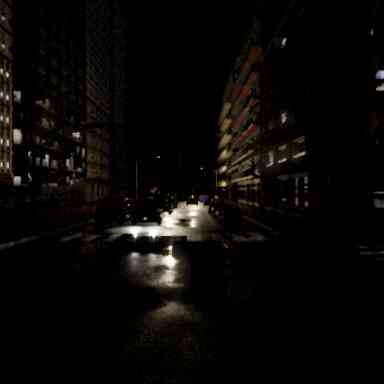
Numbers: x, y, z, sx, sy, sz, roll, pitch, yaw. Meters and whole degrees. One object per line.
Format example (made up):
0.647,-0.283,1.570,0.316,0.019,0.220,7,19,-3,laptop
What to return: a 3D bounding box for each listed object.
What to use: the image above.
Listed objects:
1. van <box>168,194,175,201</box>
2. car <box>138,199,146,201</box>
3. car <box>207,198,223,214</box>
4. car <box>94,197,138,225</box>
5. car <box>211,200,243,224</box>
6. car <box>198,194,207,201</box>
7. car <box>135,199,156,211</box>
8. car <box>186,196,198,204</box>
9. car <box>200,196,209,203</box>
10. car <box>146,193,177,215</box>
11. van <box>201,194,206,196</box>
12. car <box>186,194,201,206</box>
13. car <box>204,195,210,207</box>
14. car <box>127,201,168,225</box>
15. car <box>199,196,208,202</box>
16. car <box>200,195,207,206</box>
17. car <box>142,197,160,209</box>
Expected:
-5.684,1.443,91.004,1.690,1.788,3.998,0,0,0,van
-5.690,1.566,35.727,1.887,1.381,4.507,0,0,0,car
2.689,1.561,30.198,1.887,1.381,4.507,0,0,0,car
-5.693,1.328,24.673,2.192,1.841,5.009,0,0,0,car
2.688,1.558,24.671,1.887,1.381,4.507,0,0,0,car
2.694,1.406,85.475,2.192,1.841,5.009,0,0,0,car
-5.690,1.593,41.256,1.947,1.339,4.313,0,0,0,car
0.008,1.550,64.977,2.128,1.511,4.902,0,0,0,car
2.695,1.617,74.419,1.887,1.381,4.507,0,0,0,car
-3.078,1.242,34.294,2.150,2.045,5.566,0,0,0,car
2.693,1.405,68.892,1.690,1.788,3.998,0,0,0,van
0.007,1.521,54.555,1.882,1.535,5.008,0,0,0,car
2.689,1.461,35.726,1.967,1.590,4.097,0,0,0,car
-3.082,1.577,24.010,1.994,1.385,4.181,0,0,1,car
2.696,1.632,79.947,2.008,1.369,4.403,0,0,0,car
2.692,1.606,52.309,1.947,1.339,4.313,0,0,0,car
-5.690,1.473,46.783,1.967,1.590,4.097,0,0,0,car
